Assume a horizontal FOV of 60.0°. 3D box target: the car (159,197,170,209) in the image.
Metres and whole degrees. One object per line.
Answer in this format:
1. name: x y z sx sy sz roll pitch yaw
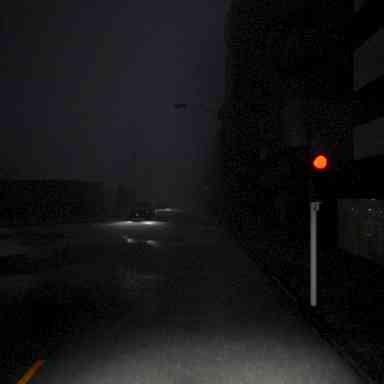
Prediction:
1. car: -4.144 1.475 45.973 1.882 1.535 5.008 0 0 0

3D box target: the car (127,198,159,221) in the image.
1. car: -4.136 1.503 27.530 1.837 1.490 4.892 0 0 0
